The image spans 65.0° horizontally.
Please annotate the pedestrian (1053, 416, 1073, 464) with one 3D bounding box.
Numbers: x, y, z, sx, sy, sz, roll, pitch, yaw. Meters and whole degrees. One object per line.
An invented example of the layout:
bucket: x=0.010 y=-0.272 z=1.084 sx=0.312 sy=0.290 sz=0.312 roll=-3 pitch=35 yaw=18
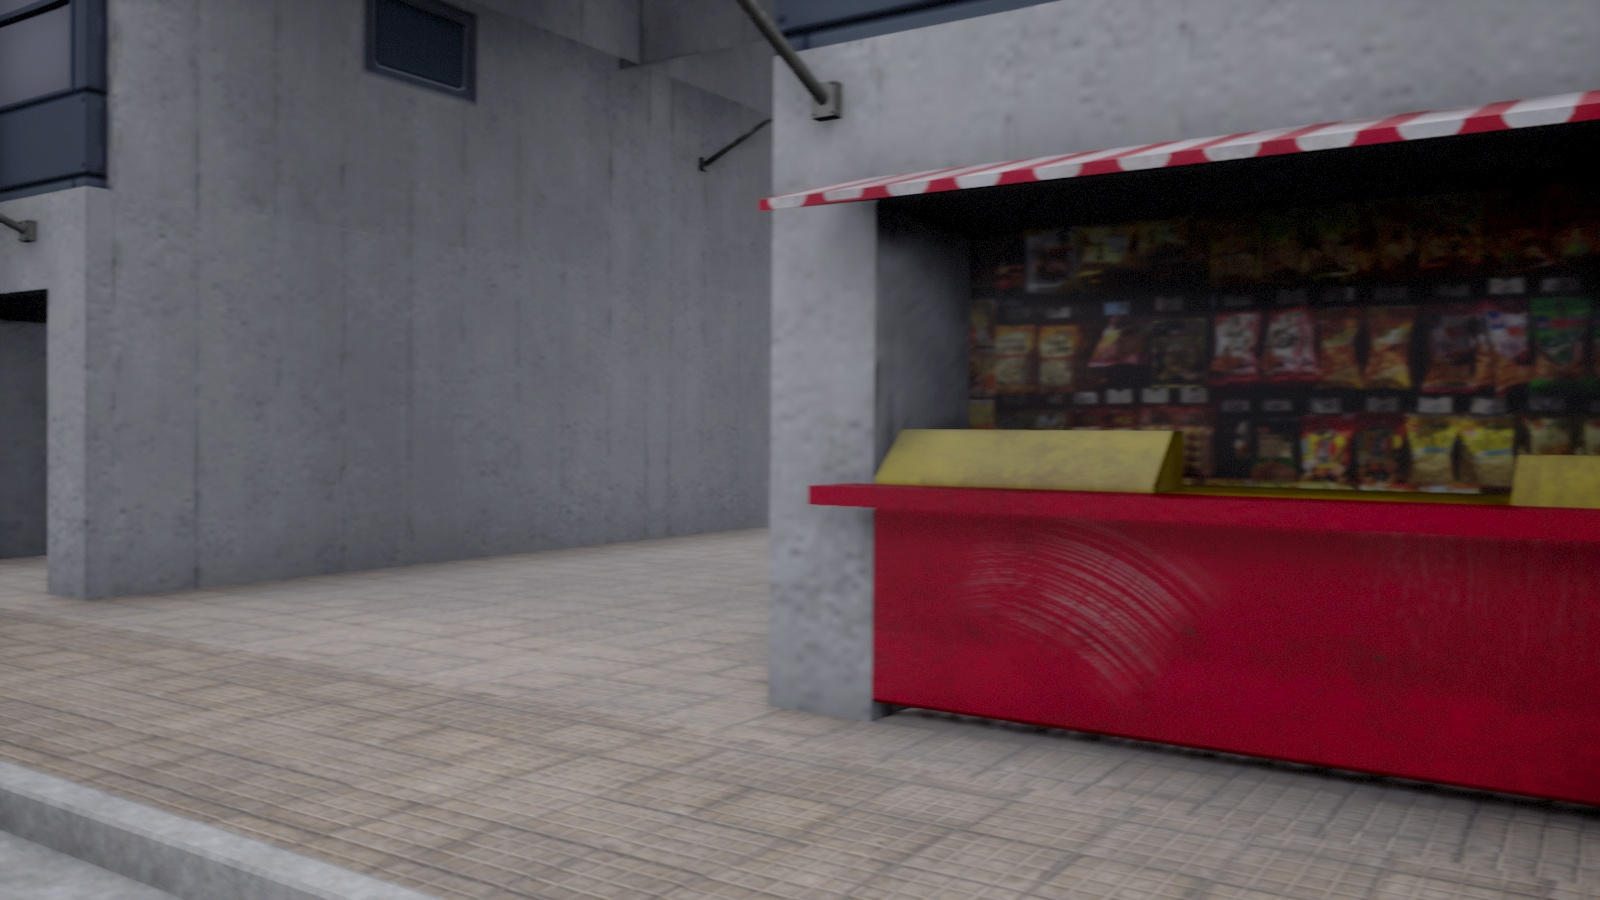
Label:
pedestrian: x=10.625 y=-0.396 z=50.688 sx=0.692 sy=1.930 sz=0.395 roll=0 pitch=1 yaw=39
